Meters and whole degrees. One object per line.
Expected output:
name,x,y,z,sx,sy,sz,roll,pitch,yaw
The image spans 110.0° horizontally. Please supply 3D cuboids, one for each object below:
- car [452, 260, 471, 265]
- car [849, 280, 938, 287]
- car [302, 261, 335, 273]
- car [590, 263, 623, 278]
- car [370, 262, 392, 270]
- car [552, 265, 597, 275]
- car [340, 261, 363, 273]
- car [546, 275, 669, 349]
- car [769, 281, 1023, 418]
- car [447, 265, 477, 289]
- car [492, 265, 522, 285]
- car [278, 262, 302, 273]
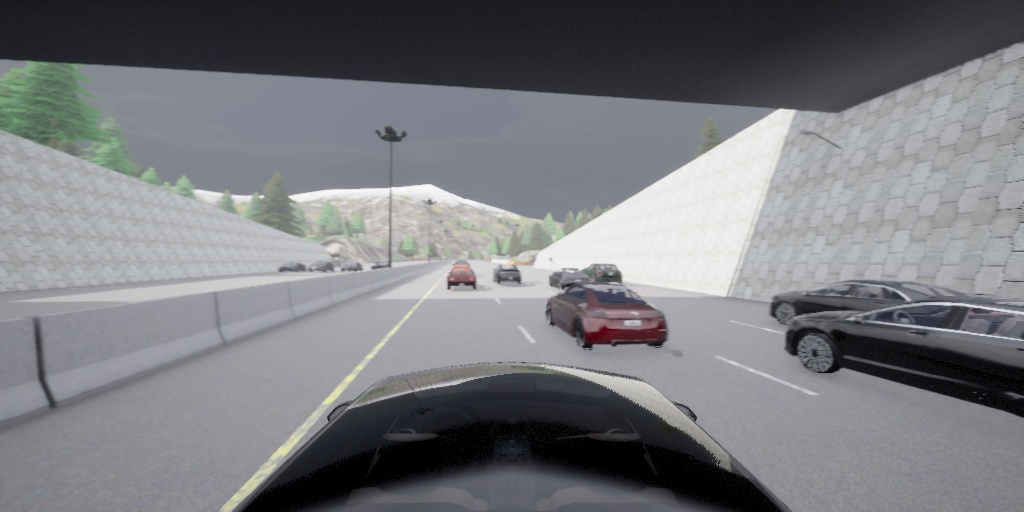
car,-5.681,1.313,40.313,2.097,1.767,4.553,0,0,-8
car,9.319,1.366,9.435,2.128,1.511,4.902,0,0,-8
car,-24.253,1.346,45.733,2.128,1.511,4.902,0,-1,-8
car,6.726,1.325,27.662,2.097,1.767,4.553,0,0,-8
car,-17.488,1.521,47.965,1.895,1.301,4.718,0,0,-8
car,3.741,1.489,23.775,1.994,1.385,4.181,0,0,-8
car,-20.892,1.413,47.000,1.812,1.442,4.674,0,-1,-8
car,2.242,1.382,9.479,1.994,1.385,4.181,0,0,-8
car,6.419,1.311,4.973,2.128,1.511,4.902,0,-1,-8
car,-3.405,1.474,24.314,1.895,1.301,4.718,0,0,-8
car,-0.450,1.415,28.390,2.128,1.511,4.902,0,0,-8
car,-27.739,1.388,45.394,1.994,1.385,4.181,0,0,-8
